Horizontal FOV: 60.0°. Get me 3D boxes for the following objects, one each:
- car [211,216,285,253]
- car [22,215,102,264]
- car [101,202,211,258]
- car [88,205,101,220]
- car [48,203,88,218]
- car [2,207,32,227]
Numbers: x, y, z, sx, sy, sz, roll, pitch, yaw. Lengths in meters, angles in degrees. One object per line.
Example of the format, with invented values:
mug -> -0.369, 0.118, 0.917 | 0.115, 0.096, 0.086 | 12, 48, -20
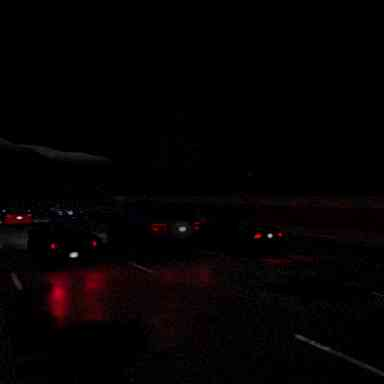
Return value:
car -> 1.692, 1.789, 15.135 | 2.033, 1.411, 5.357 | 1, -1, -33
car -> -5.013, 1.761, 12.630 | 1.895, 1.301, 4.718 | 1, -1, -33
car -> -1.788, 1.426, 14.091 | 2.150, 2.045, 5.566 | 1, -1, -33
car -> -8.269, 1.884, 30.573 | 1.882, 1.535, 5.008 | 1, -1, -32
car -> -10.522, 1.698, 27.569 | 2.097, 1.767, 4.553 | 1, -1, -32
car -> -13.599, 1.867, 25.885 | 1.994, 1.385, 4.181 | 1, -1, -32
